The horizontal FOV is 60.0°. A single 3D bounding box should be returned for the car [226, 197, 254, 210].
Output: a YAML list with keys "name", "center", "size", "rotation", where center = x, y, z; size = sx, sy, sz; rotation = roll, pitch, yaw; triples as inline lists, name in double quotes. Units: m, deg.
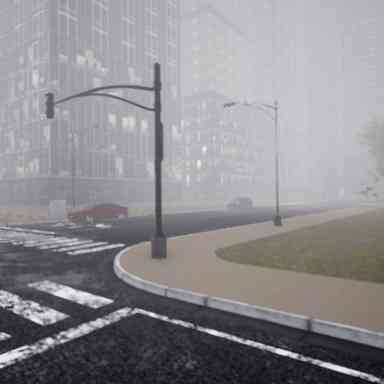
- name: "car"
  center: [6.446, 1.446, 44.761]
  size: [2.097, 1.767, 4.553]
  rotation: [-1, -1, 37]

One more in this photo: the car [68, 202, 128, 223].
- name: "car"
  center: [-7.371, 1.543, 26.472]
  size: [1.882, 1.535, 5.008]
  rotation: [-1, -1, 37]
